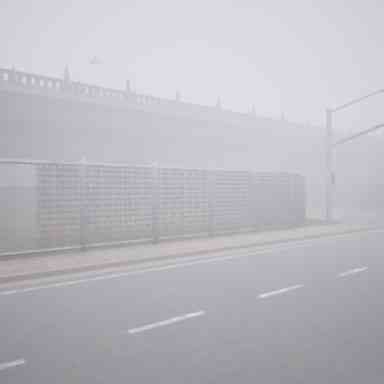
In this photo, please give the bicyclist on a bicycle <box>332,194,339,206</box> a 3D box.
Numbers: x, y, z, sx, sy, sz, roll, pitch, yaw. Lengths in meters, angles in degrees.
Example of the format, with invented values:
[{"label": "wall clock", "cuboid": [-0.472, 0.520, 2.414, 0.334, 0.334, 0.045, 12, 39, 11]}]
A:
[{"label": "bicyclist on a bicycle", "cuboid": [19.063, 1.122, 44.239, 1.656, 1.620, 0.582, -1, 0, -36]}]
